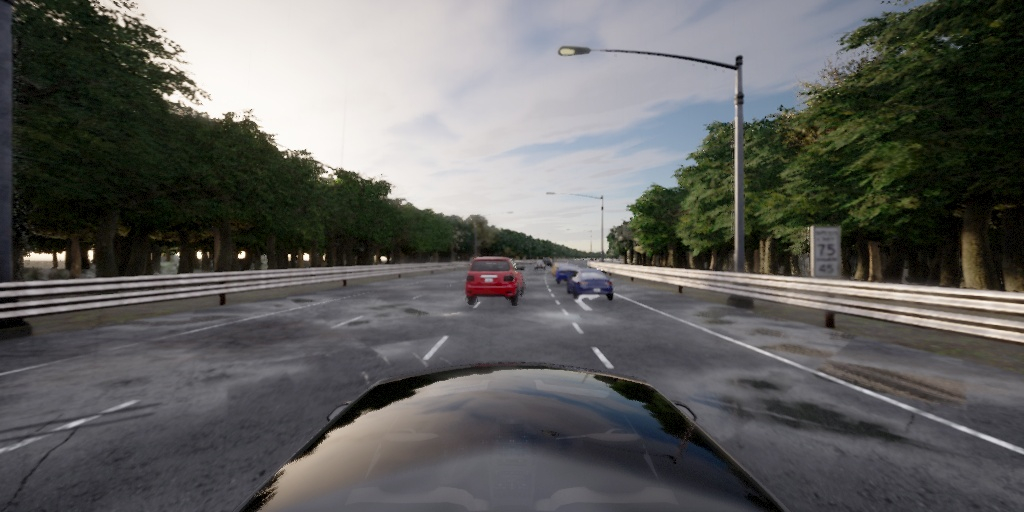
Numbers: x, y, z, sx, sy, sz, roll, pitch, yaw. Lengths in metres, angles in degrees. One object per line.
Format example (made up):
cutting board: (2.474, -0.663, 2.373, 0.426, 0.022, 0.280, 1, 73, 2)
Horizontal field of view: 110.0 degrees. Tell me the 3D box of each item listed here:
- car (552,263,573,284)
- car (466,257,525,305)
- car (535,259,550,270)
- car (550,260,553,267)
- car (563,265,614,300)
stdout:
car: (4.520, 1.396, 28.975, 1.882, 1.535, 5.008, 0, 0, 4)
car: (-0.636, 1.065, 16.982, 2.150, 2.045, 5.566, 0, 0, 6)
car: (5.132, 1.703, 64.109, 2.033, 1.411, 5.357, 0, 0, 10)
car: (5.425, 1.464, 39.611, 1.882, 1.535, 5.008, 0, 0, 6)
car: (3.899, 1.376, 18.318, 1.812, 1.442, 4.674, 0, 0, 3)
